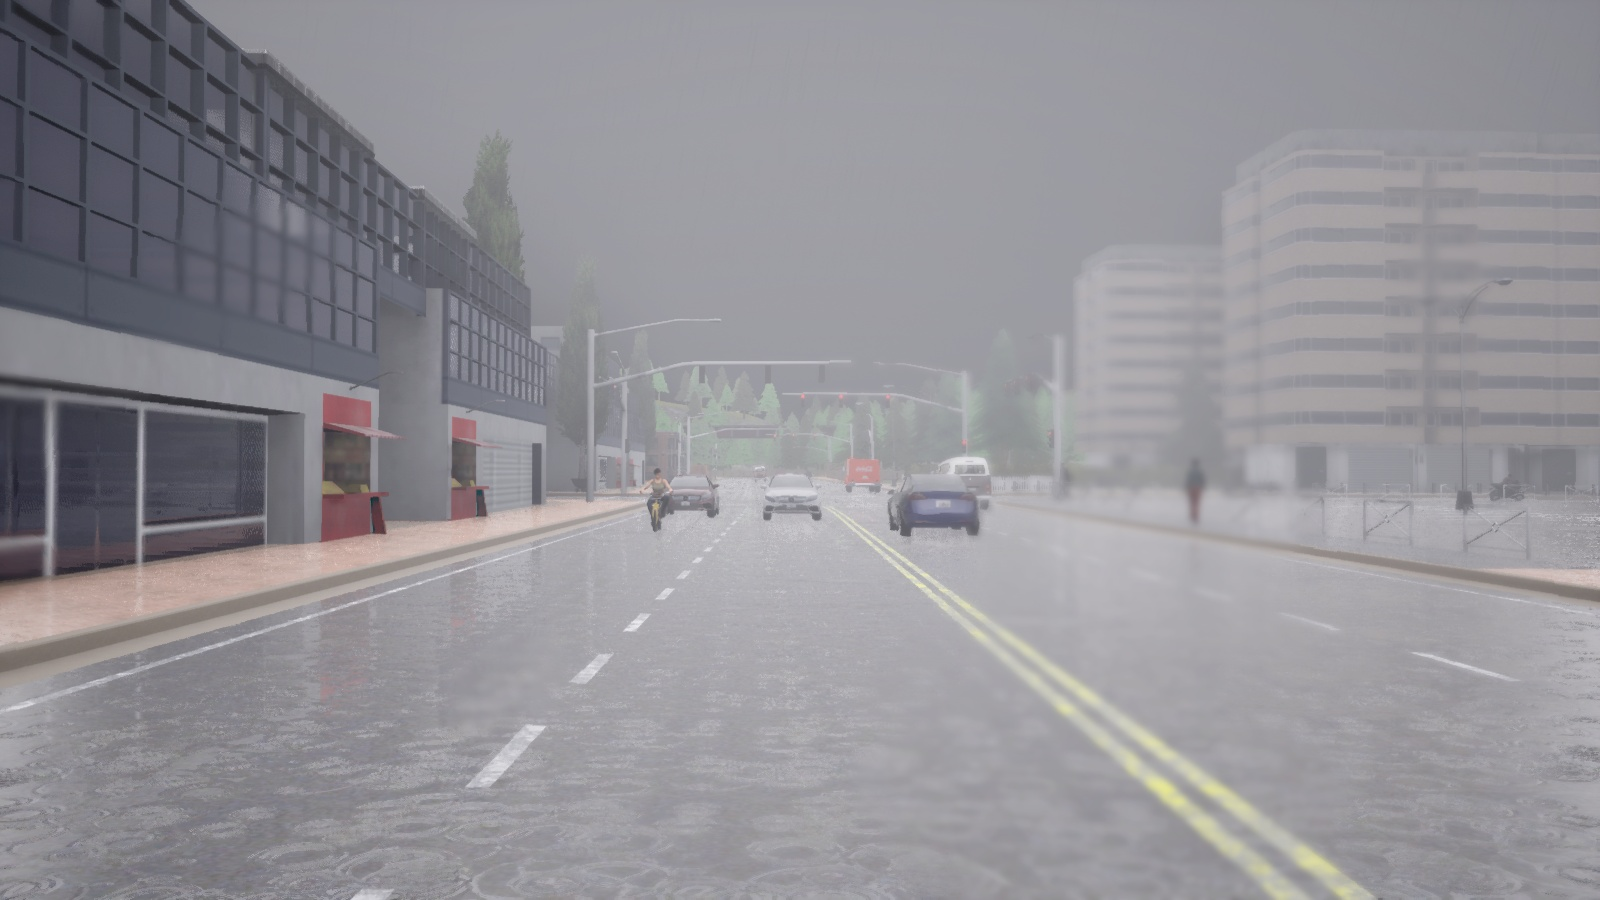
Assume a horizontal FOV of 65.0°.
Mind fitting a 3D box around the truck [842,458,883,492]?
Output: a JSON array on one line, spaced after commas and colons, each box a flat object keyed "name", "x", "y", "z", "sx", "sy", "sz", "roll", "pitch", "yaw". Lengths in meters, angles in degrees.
[{"name": "truck", "x": 4.700, "y": 1.903, "z": 95.190, "sx": 2.627, "sy": 2.467, "sz": 5.204, "roll": 0, "pitch": -1, "yaw": -2}]

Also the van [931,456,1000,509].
[{"name": "van", "x": 6.588, "y": 1.343, "z": 50.365, "sx": 2.069, "sy": 2.038, "sz": 4.480, "roll": 0, "pitch": -3, "yaw": -1}]

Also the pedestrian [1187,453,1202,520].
[{"name": "pedestrian", "x": 11.004, "y": 1.016, "z": 35.011, "sx": 0.353, "sy": 1.847, "sz": 0.614, "roll": 0, "pitch": -1, "yaw": 14}]

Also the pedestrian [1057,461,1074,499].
[{"name": "pedestrian", "x": 12.821, "y": 1.438, "z": 60.702, "sx": 0.703, "sy": 1.840, "sz": 0.431, "roll": 0, "pitch": -1, "yaw": -33}]

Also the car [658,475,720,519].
[{"name": "car", "x": -3.784, "y": 1.584, "z": 43.505, "sx": 1.812, "sy": 1.442, "sz": 4.674, "roll": 0, "pitch": -1, "yaw": -1}]

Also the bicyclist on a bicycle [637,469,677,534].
[{"name": "bicyclist on a bicycle", "x": -3.637, "y": 1.302, "z": 31.994, "sx": 0.866, "sy": 1.612, "sz": 1.509, "roll": 0, "pitch": -1, "yaw": 0}]

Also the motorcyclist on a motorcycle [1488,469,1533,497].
[{"name": "motorcyclist on a motorcycle", "x": 38.875, "y": 1.792, "z": 68.720, "sx": 2.044, "sy": 1.523, "sz": 0.797, "roll": 0, "pitch": -1, "yaw": -2}]

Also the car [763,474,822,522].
[{"name": "car", "x": -0.253, "y": 1.531, "z": 41.159, "sx": 1.812, "sy": 1.442, "sz": 4.674, "roll": 0, "pitch": -1, "yaw": -1}]

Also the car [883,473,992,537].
[{"name": "car", "x": 3.361, "y": 1.332, "z": 31.719, "sx": 2.163, "sy": 1.488, "sz": 4.792, "roll": 0, "pitch": -1, "yaw": -1}]
